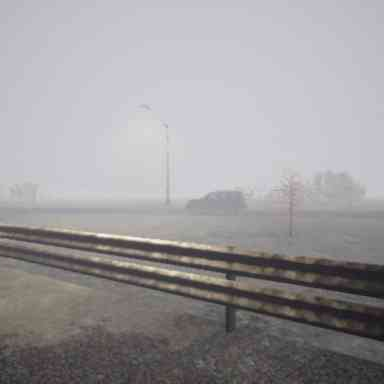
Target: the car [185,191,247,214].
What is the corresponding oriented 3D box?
[{"bbox_3d":[2.210,0.926,30.515,5.566,2.045,2.150,0,0,14],"label":"car"}]
